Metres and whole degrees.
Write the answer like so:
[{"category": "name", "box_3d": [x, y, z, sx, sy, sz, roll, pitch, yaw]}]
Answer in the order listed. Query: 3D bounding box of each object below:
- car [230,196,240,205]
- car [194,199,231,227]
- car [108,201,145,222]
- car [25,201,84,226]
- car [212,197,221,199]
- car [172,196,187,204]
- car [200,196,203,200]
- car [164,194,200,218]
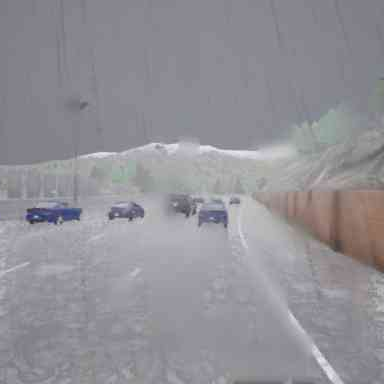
[{"category": "car", "box_3d": [8.314, 1.637, 64.067, 1.837, 1.490, 4.892, 1, 0, 10]}, {"category": "car", "box_3d": [1.558, 1.505, 23.160, 1.882, 1.535, 5.008, 0, 0, 8]}, {"category": "car", "box_3d": [-5.076, 1.461, 26.077, 1.812, 1.442, 4.674, 1, 0, 8]}, {"category": "car", "box_3d": [-9.099, 1.356, 22.523, 1.882, 1.535, 5.008, 0, 0, 7]}, {"category": "car", "box_3d": [4.812, 1.685, 64.405, 1.895, 1.301, 4.718, 1, 0, 10]}, {"category": "car", "box_3d": [-2.321, 1.548, 64.197, 1.994, 1.385, 4.181, 1, 0, 10]}, {"category": "car", "box_3d": [1.259, 1.512, 64.353, 1.882, 1.535, 5.008, 1, 0, 10]}, {"category": "car", "box_3d": [-0.998, 1.215, 30.490, 2.150, 2.045, 5.566, 1, 0, 9]}]
